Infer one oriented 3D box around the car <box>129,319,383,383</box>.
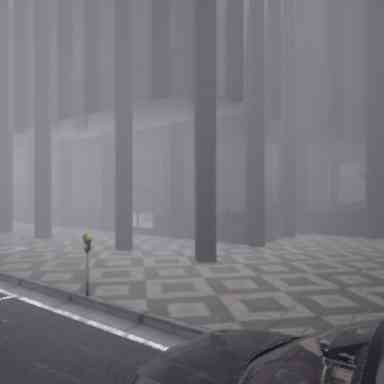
[{"bbox_3d":[1.425,1.551,1.949,4.403,1.369,2.008,0,0,36],"label":"car"}]
